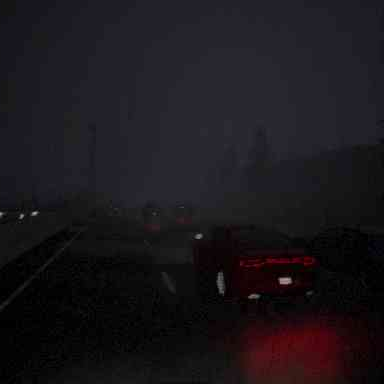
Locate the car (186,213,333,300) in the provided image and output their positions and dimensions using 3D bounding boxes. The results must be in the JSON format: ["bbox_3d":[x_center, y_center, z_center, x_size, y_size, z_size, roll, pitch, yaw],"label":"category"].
[{"bbox_3d":[1.249,1.559,8.749,1.882,1.535,5.008,1,-1,-12],"label":"car"}]

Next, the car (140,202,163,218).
[{"bbox_3d":[-3.928,1.745,32.600,1.837,1.490,4.892,1,0,-12],"label":"car"}]

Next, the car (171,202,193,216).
[{"bbox_3d":[-1.135,1.782,36.240,2.128,1.511,4.902,1,0,-12],"label":"car"}]

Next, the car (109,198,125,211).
[{"bbox_3d":[-10.226,1.897,45.117,1.895,1.301,4.718,1,-1,-12],"label":"car"}]

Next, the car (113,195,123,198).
[{"bbox_3d":[-13.580,1.622,60.832,2.150,2.045,5.566,1,-1,-11],"label":"car"}]

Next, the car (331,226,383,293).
[{"bbox_3d":[4.715,1.658,9.273,2.033,1.411,5.357,1,0,-12],"label":"car"}]
